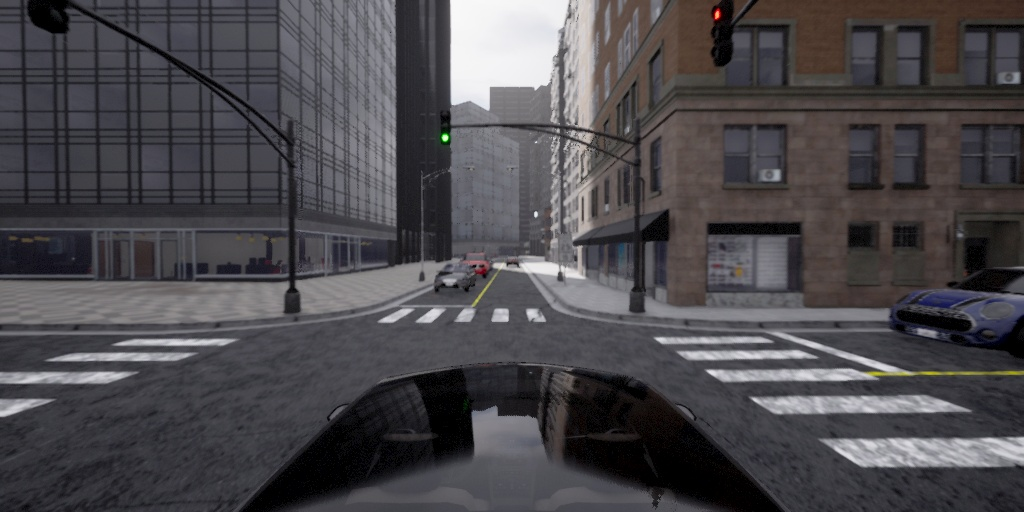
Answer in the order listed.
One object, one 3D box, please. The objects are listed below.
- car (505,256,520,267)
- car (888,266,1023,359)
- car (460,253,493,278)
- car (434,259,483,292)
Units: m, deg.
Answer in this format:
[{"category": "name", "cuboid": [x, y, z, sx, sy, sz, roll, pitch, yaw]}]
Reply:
[{"category": "car", "cuboid": [0.082, 0.760, 49.901, 1.837, 1.490, 4.892, 0, 1, 0]}, {"category": "car", "cuboid": [10.848, 0.999, 7.478, 4.553, 1.767, 2.097, 0, 1, -1]}, {"category": "car", "cuboid": [-3.112, 0.748, 30.616, 2.150, 2.045, 5.566, 0, 1, 0]}, {"category": "car", "cuboid": [-3.102, 1.127, 20.312, 2.128, 1.511, 4.902, 0, 1, 0]}]
